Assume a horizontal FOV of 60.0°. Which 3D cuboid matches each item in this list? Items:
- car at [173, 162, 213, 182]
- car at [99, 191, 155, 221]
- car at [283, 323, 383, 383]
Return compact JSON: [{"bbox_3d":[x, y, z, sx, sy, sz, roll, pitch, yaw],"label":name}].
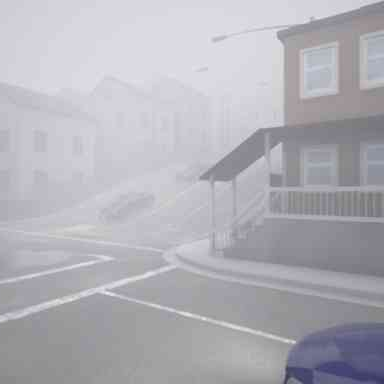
[{"bbox_3d":[0.122,-2.033,32.408,1.895,1.301,4.718,0,18,35],"label":"car"},{"bbox_3d":[-4.865,0.912,25.112,2.128,1.511,4.902,0,15,35],"label":"car"},{"bbox_3d":[2.875,1.525,1.912,4.674,1.442,1.812,0,0,36],"label":"car"}]
